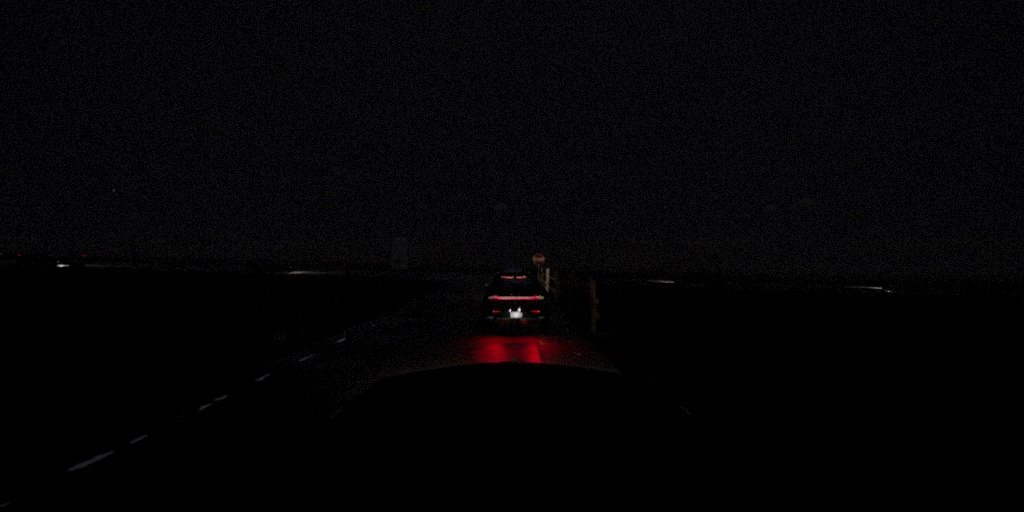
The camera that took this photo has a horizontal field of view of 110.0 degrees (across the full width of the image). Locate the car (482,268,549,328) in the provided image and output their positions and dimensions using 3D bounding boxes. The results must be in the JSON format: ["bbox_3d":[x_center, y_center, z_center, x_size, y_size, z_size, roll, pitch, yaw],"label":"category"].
[{"bbox_3d":[0.099,1.304,11.577,2.128,1.511,4.902,0,0,0],"label":"car"}]

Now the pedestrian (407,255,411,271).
[{"bbox_3d":[-12.030,0.816,41.570,0.375,1.860,0.375,0,0,0],"label":"pedestrian"}]

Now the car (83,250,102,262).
[{"bbox_3d":[-47.178,0.002,38.671,4.181,1.385,1.994,2,2,0],"label":"car"}]

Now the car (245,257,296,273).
[{"bbox_3d":[-23.974,0.863,35.668,4.181,1.385,1.994,2,2,0],"label":"car"}]

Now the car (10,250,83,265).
[{"bbox_3d":[-46.395,0.138,35.824,4.181,1.385,1.994,2,2,1],"label":"car"}]

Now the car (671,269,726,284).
[{"bbox_3d":[19.950,2.147,38.395,5.357,1.411,2.033,2,2,0],"label":"car"}]

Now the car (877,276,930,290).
[{"bbox_3d":[41.711,2.814,38.251,4.181,1.385,1.994,2,2,1],"label":"car"}]
